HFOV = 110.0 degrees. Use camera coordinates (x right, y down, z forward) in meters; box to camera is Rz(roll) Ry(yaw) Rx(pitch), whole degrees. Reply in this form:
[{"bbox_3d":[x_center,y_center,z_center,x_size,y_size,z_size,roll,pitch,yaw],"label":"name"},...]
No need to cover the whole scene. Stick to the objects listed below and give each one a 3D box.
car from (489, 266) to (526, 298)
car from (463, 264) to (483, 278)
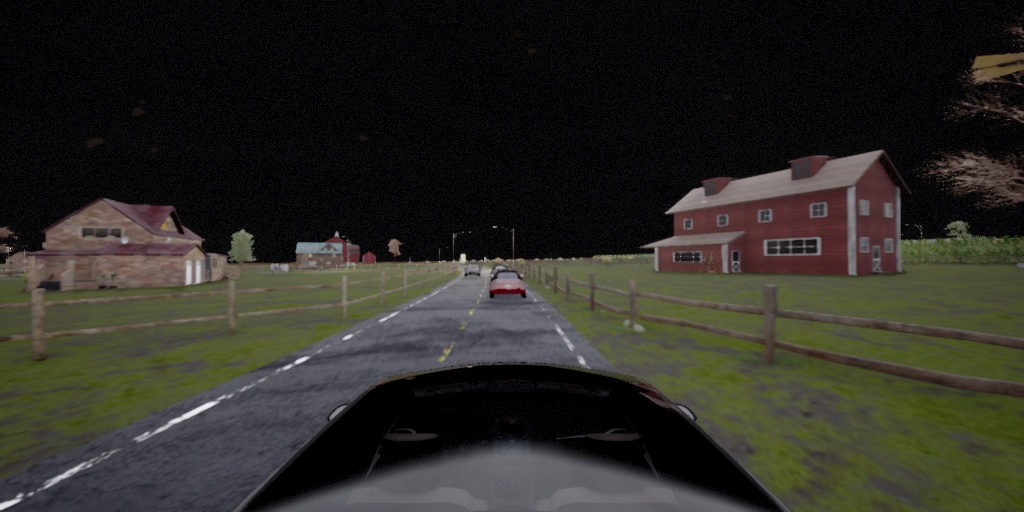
[{"bbox_3d":[-0.275,1.482,20.049,1.994,1.385,4.181,0,0,-2],"label":"car"},{"bbox_3d":[-4.356,1.621,40.115,1.837,1.490,4.892,0,-1,-4],"label":"car"}]
